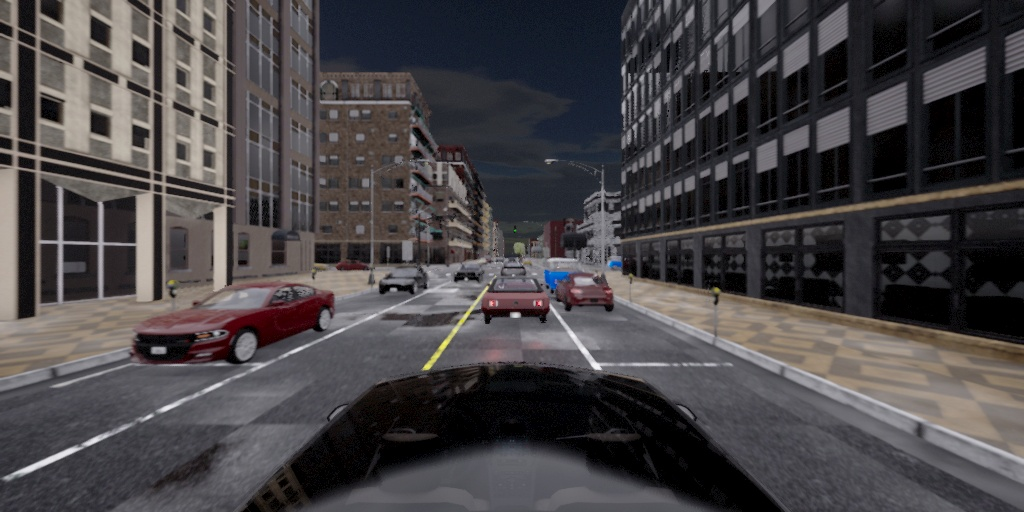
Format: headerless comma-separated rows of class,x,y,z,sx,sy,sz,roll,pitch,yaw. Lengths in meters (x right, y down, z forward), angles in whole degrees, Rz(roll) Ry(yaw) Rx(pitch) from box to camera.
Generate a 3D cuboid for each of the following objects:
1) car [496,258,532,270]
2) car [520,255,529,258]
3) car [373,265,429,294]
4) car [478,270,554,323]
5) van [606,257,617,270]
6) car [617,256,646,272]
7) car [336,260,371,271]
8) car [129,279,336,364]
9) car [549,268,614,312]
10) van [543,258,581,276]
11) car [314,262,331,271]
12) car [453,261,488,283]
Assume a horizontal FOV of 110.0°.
car,0.105,1.132,26.766,2.128,1.511,4.902,0,0,0
car,2.700,1.030,64.327,1.751,1.417,4.829,0,0,0
car,-5.687,1.237,19.398,1.948,1.339,4.313,0,0,0
car,0.102,1.305,11.952,1.895,1.301,4.718,0,0,0
van,14.904,0.964,48.634,3.998,1.789,1.690,0,0,0
car,14.925,0.934,40.254,5.009,1.841,2.192,0,0,0
car,-17.461,1.111,40.180,4.207,1.307,1.802,0,0,0
car,-5.689,1.267,8.021,1.888,1.381,4.507,0,0,0
car,2.659,1.279,13.682,1.802,1.307,4.207,0,0,0
van,2.660,1.013,19.371,1.690,1.789,3.998,0,0,0
car,-22.954,1.043,40.168,4.829,1.417,1.751,0,0,0
car,-3.057,1.244,26.223,1.895,1.301,4.718,0,0,0
